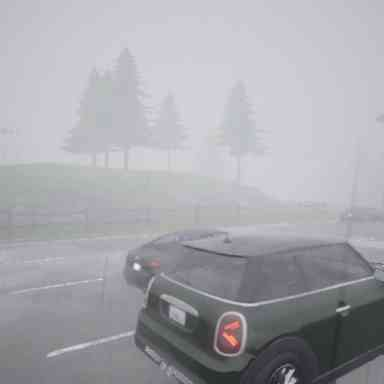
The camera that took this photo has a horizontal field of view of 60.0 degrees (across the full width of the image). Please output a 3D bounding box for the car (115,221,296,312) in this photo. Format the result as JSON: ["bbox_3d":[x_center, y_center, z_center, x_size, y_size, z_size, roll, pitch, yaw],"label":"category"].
[{"bbox_3d":[0.445,1.598,8.363,4.181,1.385,1.994,0,0,-36],"label":"car"}]

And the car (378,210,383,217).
[{"bbox_3d":[15.245,1.737,23.292,4.181,1.385,1.994,0,0,-36],"label":"car"}]

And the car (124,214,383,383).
[{"bbox_3d":[1.569,1.378,4.866,4.553,1.767,2.097,1,0,-36],"label":"car"}]

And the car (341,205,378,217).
[{"bbox_3d":[13.612,1.740,26.429,4.181,1.385,1.994,0,0,-36],"label":"car"}]
